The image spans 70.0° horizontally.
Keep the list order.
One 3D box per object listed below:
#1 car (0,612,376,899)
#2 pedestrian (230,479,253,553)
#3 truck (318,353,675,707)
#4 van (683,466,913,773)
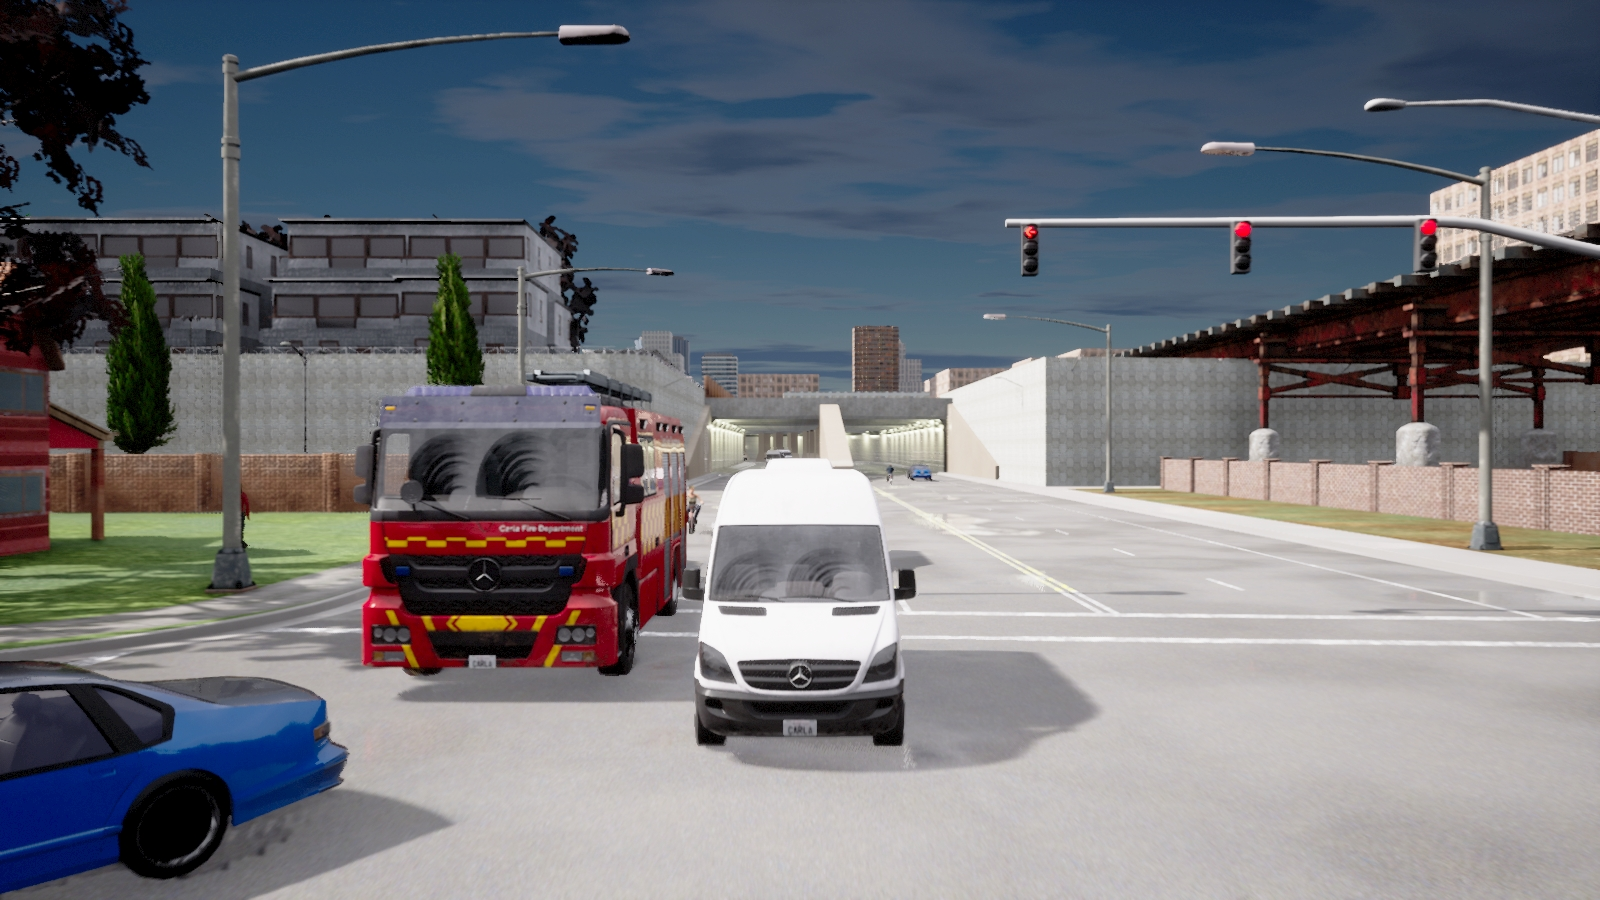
[{"bbox_3d":[-5.580,2.085,6.962,2.033,1.411,5.357,0,0,37],"label":"car"},{"bbox_3d":[-14.174,1.670,28.989,0.375,1.860,0.375,0,0,19],"label":"pedestrian"},{"bbox_3d":[-3.744,0.866,16.584,2.891,3.827,8.468,0,0,0],"label":"truck"},{"bbox_3d":[-0.016,1.511,12.842,1.988,2.561,5.915,0,0,0],"label":"van"}]
